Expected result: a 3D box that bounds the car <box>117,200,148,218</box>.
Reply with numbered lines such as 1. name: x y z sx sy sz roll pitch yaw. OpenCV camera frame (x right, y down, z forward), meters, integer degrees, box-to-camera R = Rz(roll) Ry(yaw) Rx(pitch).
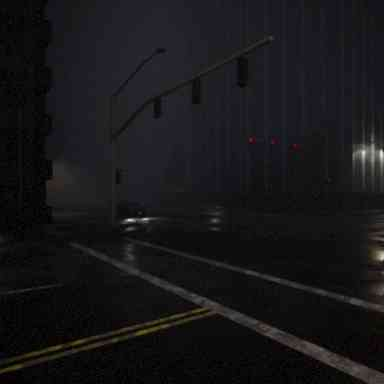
1. car: -5.689 1.476 29.787 1.812 1.442 4.674 0 0 -35
